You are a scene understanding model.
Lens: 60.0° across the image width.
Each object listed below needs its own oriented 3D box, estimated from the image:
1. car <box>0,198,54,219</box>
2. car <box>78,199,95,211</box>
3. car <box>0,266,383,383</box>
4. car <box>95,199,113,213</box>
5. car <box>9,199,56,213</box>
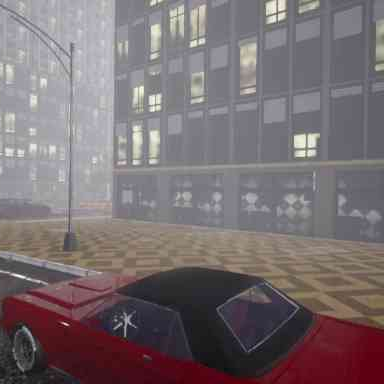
[{"bbox_3d":[-15.671,1.519,30.733,2.192,1.841,5.009,1,0,37],"label":"car"},{"bbox_3d":[-12.785,1.699,44.305,1.882,1.535,5.008,1,0,37],"label":"car"},{"bbox_3d":[-0.285,1.600,3.895,4.718,1.301,1.895,0,0,36],"label":"car"},{"bbox_3d":[-8.844,1.829,39.922,1.752,1.417,4.829,1,0,37],"label":"car"},{"bbox_3d":[-19.138,1.642,40.119,1.752,1.417,4.829,1,0,37],"label":"car"}]
